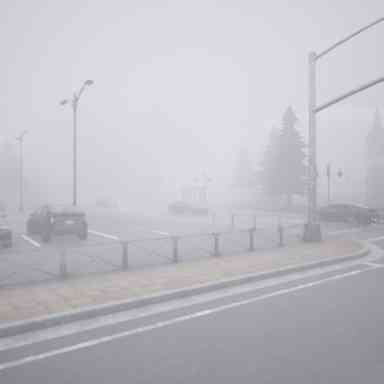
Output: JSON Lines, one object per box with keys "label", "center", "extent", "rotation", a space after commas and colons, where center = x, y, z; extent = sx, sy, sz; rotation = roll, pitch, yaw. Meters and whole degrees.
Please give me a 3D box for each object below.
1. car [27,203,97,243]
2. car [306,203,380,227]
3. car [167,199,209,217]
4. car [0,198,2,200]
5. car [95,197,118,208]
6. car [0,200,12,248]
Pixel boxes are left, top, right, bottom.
{"label": "car", "center": [-6.282, 1.339, 15.374], "extent": [2.007, 1.523, 4.514], "rotation": [0, 0, -36]}
{"label": "car", "center": [10.207, 1.503, 22.934], "extent": [1.837, 1.490, 4.892], "rotation": [1, -1, -35]}
{"label": "car", "center": [-0.419, 1.476, 31.178], "extent": [1.882, 1.535, 5.008], "rotation": [0, 0, -36]}
{"label": "car", "center": [-21.552, 1.374, 36.460], "extent": [1.845, 1.501, 3.633], "rotation": [0, 0, -36]}
{"label": "car", "center": [-12.245, 1.497, 47.348], "extent": [2.128, 1.511, 4.902], "rotation": [0, 0, -36]}
{"label": "car", "center": [-8.793, 1.330, 13.493], "extent": [2.152, 1.636, 5.027], "rotation": [0, 0, -36]}
